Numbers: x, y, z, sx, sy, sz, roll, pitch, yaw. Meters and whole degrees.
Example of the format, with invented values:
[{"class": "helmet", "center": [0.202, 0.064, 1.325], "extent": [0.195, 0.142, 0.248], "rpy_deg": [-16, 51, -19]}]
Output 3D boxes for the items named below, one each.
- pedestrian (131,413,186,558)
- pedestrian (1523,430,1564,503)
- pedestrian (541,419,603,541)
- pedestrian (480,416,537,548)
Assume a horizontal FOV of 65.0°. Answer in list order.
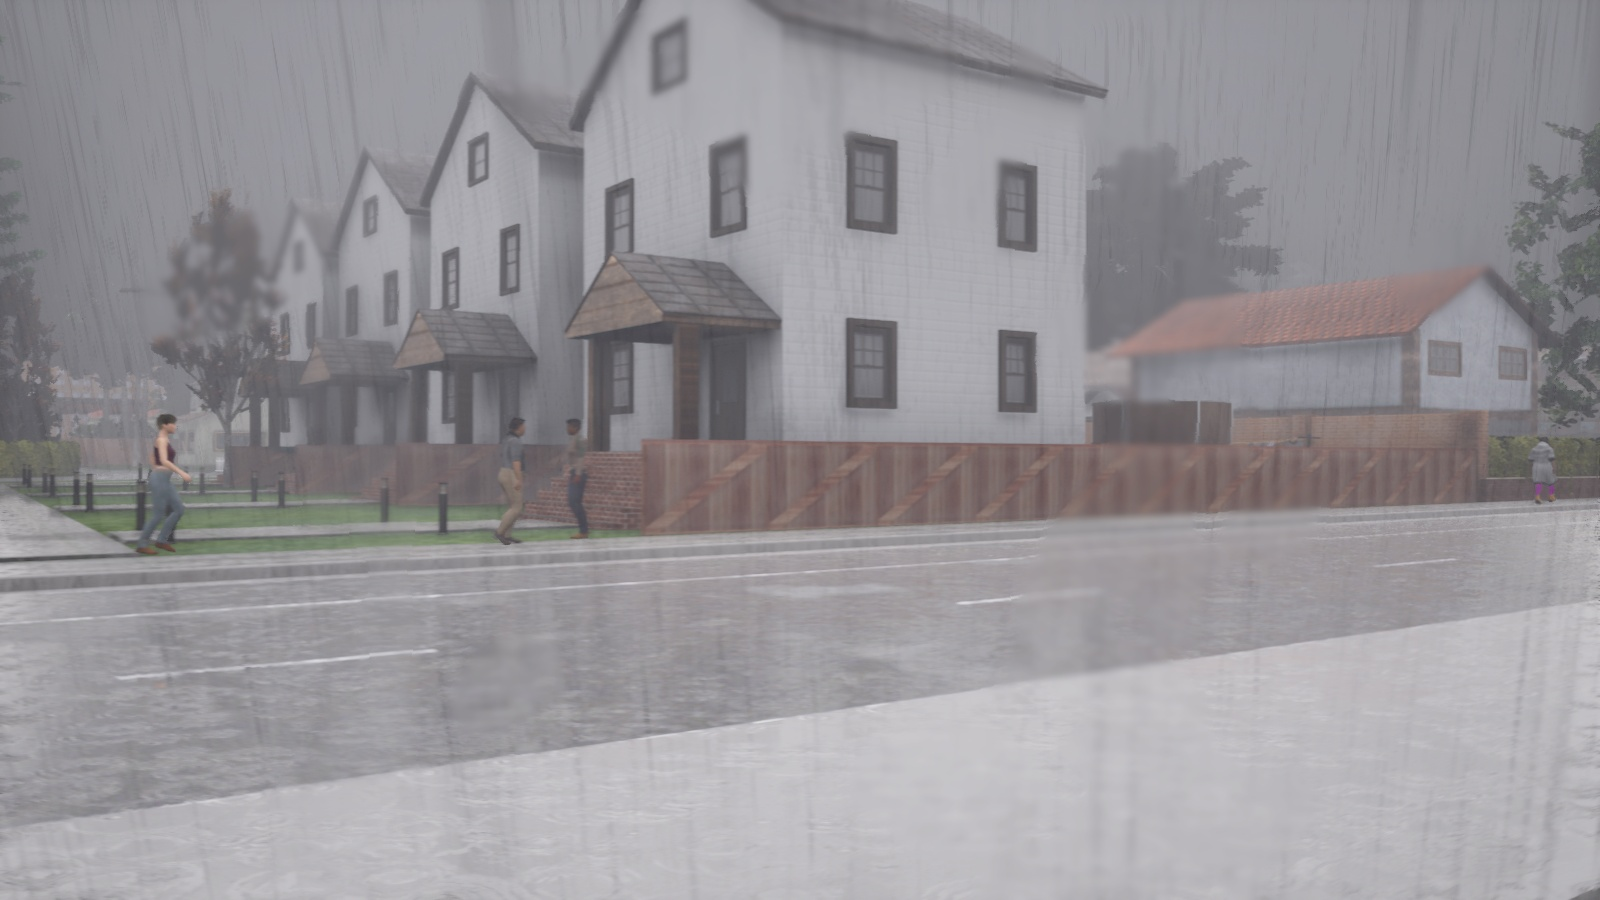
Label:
[{"class": "pedestrian", "center": [-8.237, 0.446, 16.129], "extent": [0.594, 1.836, 0.345], "rpy_deg": [0, 0, -21]}, {"class": "pedestrian", "center": [20.221, 0.441, 34.154], "extent": [0.873, 1.952, 0.659], "rpy_deg": [0, 0, -36]}, {"class": "pedestrian", "center": [-3.442, 0.447, 18.967], "extent": [0.869, 1.805, 0.328], "rpy_deg": [0, 0, -22]}, {"class": "pedestrian", "center": [-4.167, 0.451, 17.941], "extent": [0.694, 1.848, 0.540], "rpy_deg": [0, 0, -27]}]
